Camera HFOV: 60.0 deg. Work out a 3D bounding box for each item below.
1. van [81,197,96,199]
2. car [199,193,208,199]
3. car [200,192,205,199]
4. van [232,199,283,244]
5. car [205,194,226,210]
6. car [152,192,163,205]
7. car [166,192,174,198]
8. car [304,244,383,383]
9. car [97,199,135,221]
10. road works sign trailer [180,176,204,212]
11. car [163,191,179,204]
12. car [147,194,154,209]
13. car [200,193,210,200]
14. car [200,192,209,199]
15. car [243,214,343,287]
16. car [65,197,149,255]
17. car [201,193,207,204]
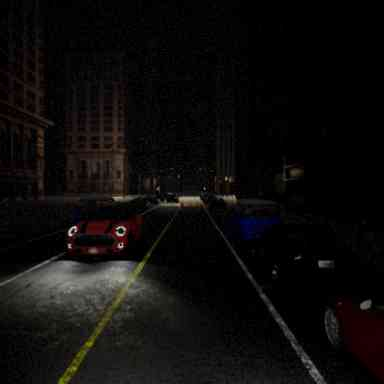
[{"bbox_3d":[-5.764,1.182,20.190,1.690,1.788,3.998,0,0,0],"label":"van"},{"bbox_3d":[2.771,0.877,82.240,2.008,1.369,4.403,0,1,0],"label":"car"},{"bbox_3d":[2.767,1.136,54.036,1.947,1.339,4.313,0,0,0],"label":"car"},{"bbox_3d":[2.761,1.227,14.551,1.690,1.788,3.998,0,0,0],"label":"van"},{"bbox_3d":[2.764,1.252,37.115,1.887,1.381,4.507,0,0,0],"label":"car"},{"bbox_3d":[-5.760,1.056,48.394,1.967,1.590,4.097,0,0,0],"label":"car"},{"bbox_3d":[-5.754,0.826,87.880,2.008,1.369,4.403,0,1,0],"label":"car"},{"bbox_3d":[2.760,1.556,3.272,1.802,1.307,4.206,0,0,0],"label":"car"},{"bbox_3d":[-5.762,1.341,25.832,1.887,1.381,4.507,0,0,0],"label":"car"},{"bbox_3d":[0.004,0.198,33.842,2.380,3.560,2.880,0,0,0],"label":"road works sign trailer"},{"bbox_3d":[-3.065,1.082,53.097,1.837,1.490,4.892,0,1,0],"label":"car"},{"bbox_3d":[-5.761,1.273,37.113,1.947,1.339,4.313,0,0,0],"label":"car"},{"bbox_3d":[2.769,0.977,70.958,2.008,1.369,4.403,0,1,0],"label":"car"},{"bbox_3d":[2.770,0.816,76.598,1.967,1.590,4.097,0,1,0],"label":"car"},{"bbox_3d":[2.761,1.496,8.913,1.947,1.339,4.313,0,0,0],"label":"car"},{"bbox_3d":[-3.099,1.251,12.711,2.097,1.767,4.553,0,0,0],"label":"car"},{"bbox_3d":[2.766,1.167,48.396,2.008,1.369,4.403,0,0,0],"label":"car"}]
